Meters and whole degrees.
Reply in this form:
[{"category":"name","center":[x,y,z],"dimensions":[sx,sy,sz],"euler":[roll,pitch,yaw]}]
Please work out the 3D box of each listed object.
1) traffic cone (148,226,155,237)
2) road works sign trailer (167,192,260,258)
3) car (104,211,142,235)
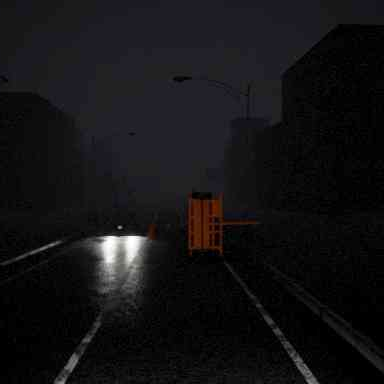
[{"category":"traffic cone","center":[-2.243,2.182,18.376],"dimensions":[0.340,0.580,0.340],"euler":[-1,-2,-5]},{"category":"road works sign trailer","center":[0.819,1.165,13.261],"dimensions":[2.880,2.380,3.560],"euler":[0,-1,-13]},{"category":"car","center":[-4.178,1.858,20.600],"dimensions":[1.994,1.385,4.181],"euler":[0,-2,-5]}]
